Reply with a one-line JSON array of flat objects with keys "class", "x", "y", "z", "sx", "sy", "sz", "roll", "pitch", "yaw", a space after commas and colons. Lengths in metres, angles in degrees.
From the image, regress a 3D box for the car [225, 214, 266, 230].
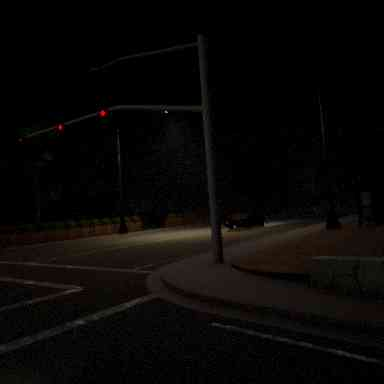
[{"class": "car", "x": 4.923, "y": 2.635, "z": 30.078, "sx": 1.895, "sy": 1.301, "sz": 4.718, "roll": -6, "pitch": -4, "yaw": 36}]
